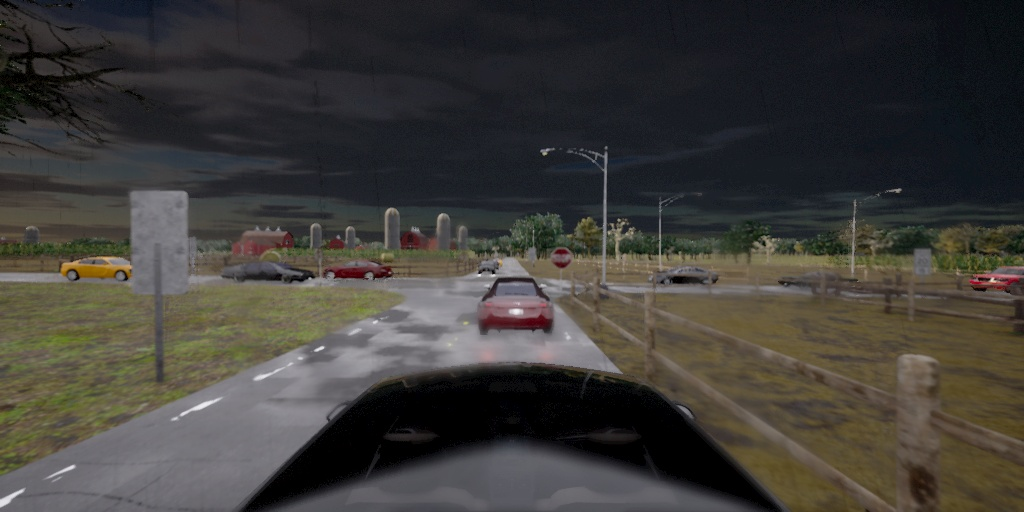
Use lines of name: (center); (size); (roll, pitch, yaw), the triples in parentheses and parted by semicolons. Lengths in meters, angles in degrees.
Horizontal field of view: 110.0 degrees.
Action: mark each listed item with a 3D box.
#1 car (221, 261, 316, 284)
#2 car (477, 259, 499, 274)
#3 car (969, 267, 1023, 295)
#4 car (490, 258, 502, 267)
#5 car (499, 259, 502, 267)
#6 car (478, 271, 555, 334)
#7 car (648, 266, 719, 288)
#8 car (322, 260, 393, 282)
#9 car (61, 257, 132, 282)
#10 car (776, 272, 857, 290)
car: (-16.020, 1.065, 23.711); (5.357, 1.411, 2.033); (1, 1, 0)
car: (-2.797, 1.245, 41.037); (1.837, 1.490, 4.892); (0, 0, -1)
car: (38.102, 1.821, 26.956); (5.566, 2.045, 2.150); (2, 1, 0)
car: (-2.760, 1.189, 64.163); (1.882, 1.535, 5.008); (0, 0, 0)
car: (-2.828, 1.221, 51.202); (2.128, 1.511, 4.902); (0, 0, 0)
car: (0.100, 1.314, 10.631); (1.994, 1.385, 4.181); (0, 0, 0)
car: (12.758, 1.500, 26.824); (4.902, 1.511, 2.128); (1, 1, 0)
car: (-11.397, 1.034, 26.503); (5.008, 1.535, 1.882); (1, 0, 7)
car: (-26.440, 0.825, 23.653); (5.008, 1.535, 1.882); (1, 1, 0)
car: (22.722, 1.825, 26.883); (4.718, 1.301, 1.895); (1, 1, 0)
